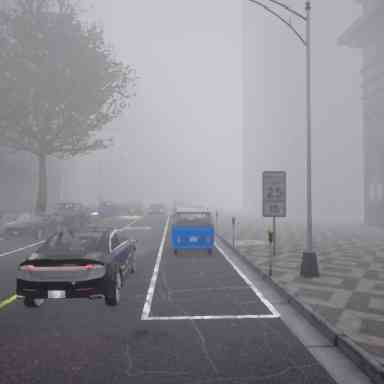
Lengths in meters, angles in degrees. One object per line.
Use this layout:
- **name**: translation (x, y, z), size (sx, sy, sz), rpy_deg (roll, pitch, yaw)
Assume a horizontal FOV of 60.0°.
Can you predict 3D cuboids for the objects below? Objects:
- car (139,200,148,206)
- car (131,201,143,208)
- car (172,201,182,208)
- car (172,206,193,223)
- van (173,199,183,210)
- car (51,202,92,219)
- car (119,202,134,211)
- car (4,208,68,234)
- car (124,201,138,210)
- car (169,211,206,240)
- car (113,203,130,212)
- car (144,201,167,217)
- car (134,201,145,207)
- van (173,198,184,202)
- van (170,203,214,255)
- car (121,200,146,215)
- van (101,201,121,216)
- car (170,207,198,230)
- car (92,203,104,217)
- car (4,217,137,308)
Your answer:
- **car**: translation (-12.627, 2.857, 87.146), size (2.008, 1.369, 4.403), rpy_deg (0, -1, -3)
- **car**: translation (-11.725, 2.603, 70.839), size (2.008, 1.369, 4.403), rpy_deg (0, -1, -3)
- **car**: translation (-3.034, 2.577, 68.081), size (1.947, 1.339, 4.313), rpy_deg (0, -1, -3)
- **car**: translation (-0.942, 2.018, 30.251), size (1.802, 1.307, 4.206), rpy_deg (0, -1, -3)
- **van**: translation (-2.436, 2.186, 57.276), size (1.690, 1.788, 3.998), rpy_deg (0, -1, -3)
- **car**: translation (-9.134, 1.656, 24.025), size (2.192, 1.841, 5.009), rpy_deg (0, -1, -3)
- **car**: translation (-10.878, 2.342, 55.534), size (1.752, 1.417, 4.829), rpy_deg (0, -1, -3)
- **car**: translation (-8.843, 1.808, 18.741), size (1.887, 1.381, 4.507), rpy_deg (0, -1, -3)
- **car**: translation (-11.179, 2.451, 60.984), size (2.008, 1.369, 4.403), rpy_deg (0, -1, -3)
- **car**: translation (-0.344, 1.842, 19.442), size (1.947, 1.339, 4.313), rpy_deg (0, -1, -3)
- **car**: translation (-10.595, 2.304, 50.422), size (1.947, 1.339, 4.313), rpy_deg (0, -1, -3)
- **car**: translation (-4.149, 2.117, 39.183), size (2.033, 1.411, 5.357), rpy_deg (0, -1, -3)
- **car**: translation (-12.025, 2.681, 76.275), size (1.887, 1.381, 4.507), rpy_deg (0, -1, -3)
- **van**: translation (-1.838, 2.021, 46.467), size (1.690, 1.788, 3.998), rpy_deg (0, -1, -3)
- **van**: translation (-0.044, 1.537, 14.041), size (1.690, 1.788, 3.998), rpy_deg (0, -1, -3)
- **car**: translation (-7.431, 2.121, 43.197), size (2.128, 1.511, 4.902), rpy_deg (0, -1, -3)
- **van**: translation (-10.011, 1.919, 39.865), size (1.690, 1.788, 3.998), rpy_deg (0, -1, -3)
- **car**: translation (-0.643, 1.900, 24.846), size (1.887, 1.381, 4.507), rpy_deg (0, -1, -3)
- **car**: translation (-9.427, 1.970, 29.302), size (2.008, 1.369, 4.403), rpy_deg (0, -1, -3)
- **car**: translation (-2.492, 1.603, 8.220), size (2.128, 1.511, 4.902), rpy_deg (0, -1, -3)
